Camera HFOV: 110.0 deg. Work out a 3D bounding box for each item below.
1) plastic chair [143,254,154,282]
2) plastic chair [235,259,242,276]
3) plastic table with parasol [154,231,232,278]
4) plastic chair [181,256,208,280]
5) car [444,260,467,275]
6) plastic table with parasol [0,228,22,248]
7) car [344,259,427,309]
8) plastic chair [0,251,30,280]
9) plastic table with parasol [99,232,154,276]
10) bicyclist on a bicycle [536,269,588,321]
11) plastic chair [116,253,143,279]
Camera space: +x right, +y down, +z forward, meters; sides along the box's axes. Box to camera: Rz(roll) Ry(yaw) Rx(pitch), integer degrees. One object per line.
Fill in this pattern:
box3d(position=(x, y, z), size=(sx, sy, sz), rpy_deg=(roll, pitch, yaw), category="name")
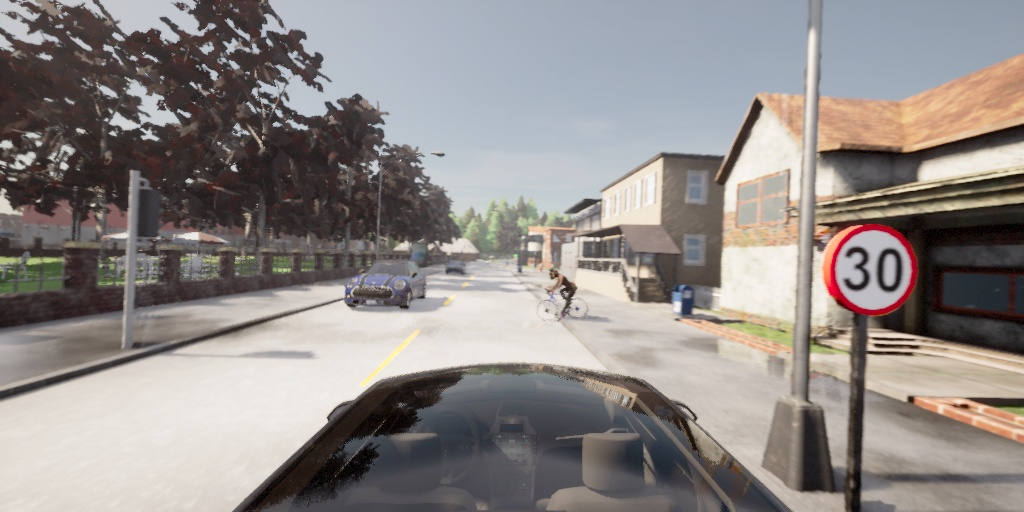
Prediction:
box3d(position=(-15.715, 0.638, 15.891), size=(0.730, 1.272, 0.750), rpy_deg=(0, 0, -43), category="plastic chair")
box3d(position=(-13.808, 0.771, 17.625), size=(0.730, 1.272, 0.750), rpy_deg=(0, 0, -38), category="plastic chair")
box3d(position=(-14.734, 0.097, 16.678), size=(2.482, 2.480, 2.482), rpy_deg=(0, 0, -43), category="plastic table with parasol")
box3d(position=(-13.930, 0.733, 15.691), size=(0.750, 1.272, 0.730), rpy_deg=(0, 0, -42), category="plastic chair")
box3d(position=(-5.780, 1.165, 37.398), size=(2.033, 1.411, 5.357), rpy_deg=(2, 0, -2), category="car")
box3d(position=(-22.596, -0.314, 14.608), size=(2.482, 2.480, 2.482), rpy_deg=(0, 0, -42), category="plastic table with parasol")
box3d(position=(-4.690, 0.940, 13.980), size=(2.097, 1.767, 4.553), rpy_deg=(2, 0, -3), category="car")
box3d(position=(-21.650, 0.397, 15.499), size=(0.730, 1.272, 0.750), rpy_deg=(0, 0, -36), category="plastic chair")
box3d(position=(-20.178, -0.121, 19.152), size=(2.482, 2.480, 2.482), rpy_deg=(0, 0, -43), category="plastic table with parasol")
box3d(position=(1.558, 1.229, 11.304), size=(1.656, 1.620, 0.582), rpy_deg=(-3, 0, -3), category="bicyclist on a bicycle")
box3d(position=(-19.384, 0.509, 18.159), size=(0.750, 1.272, 0.730), rpy_deg=(0, 0, -43), category="plastic chair")
